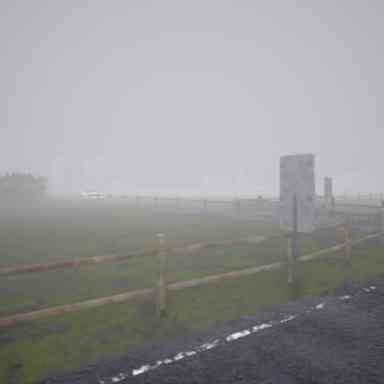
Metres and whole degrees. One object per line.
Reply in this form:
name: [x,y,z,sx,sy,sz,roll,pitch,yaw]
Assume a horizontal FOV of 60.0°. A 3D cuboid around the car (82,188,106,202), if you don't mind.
car: [-15.549,0.424,52.323,2.150,2.045,5.566,0,1,-37]
